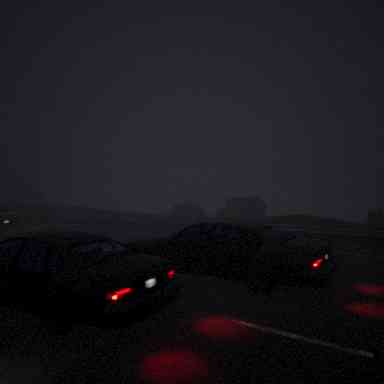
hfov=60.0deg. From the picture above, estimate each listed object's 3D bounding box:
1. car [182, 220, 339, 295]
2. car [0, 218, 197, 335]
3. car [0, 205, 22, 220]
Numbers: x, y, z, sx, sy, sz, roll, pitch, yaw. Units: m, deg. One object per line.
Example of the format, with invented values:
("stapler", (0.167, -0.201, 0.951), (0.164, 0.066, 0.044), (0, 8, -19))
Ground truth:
("car", (0.721, 1.420, 8.353), (5.357, 1.411, 2.033), (0, 1, 32))
("car", (-2.788, 1.480, 6.524), (5.357, 1.411, 2.033), (0, 1, 31))
("car", (-12.754, 1.444, 20.421), (4.718, 1.301, 1.895), (0, 1, 27))
